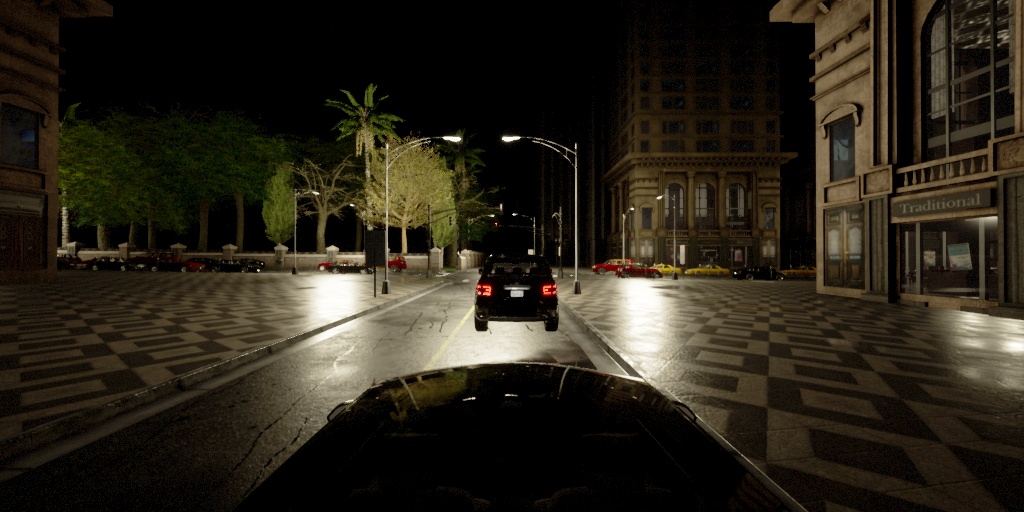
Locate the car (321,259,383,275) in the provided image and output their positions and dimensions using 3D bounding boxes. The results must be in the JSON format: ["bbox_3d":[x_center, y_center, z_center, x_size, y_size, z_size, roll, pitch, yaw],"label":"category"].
[{"bbox_3d":[-14.955,1.112,33.639,4.403,1.370,2.007,0,0,0],"label":"car"}]

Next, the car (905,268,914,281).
[{"bbox_3d":[34.042,1.802,33.446,4.313,1.339,1.948,0,0,0],"label":"car"}]

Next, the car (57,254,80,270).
[{"bbox_3d":[-42.574,0.723,33.747,4.207,1.307,1.802,0,0,0],"label":"car"}]

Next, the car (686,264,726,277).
[{"bbox_3d":[22.817,1.668,42.016,4.829,1.417,1.751,0,0,0],"label":"car"}]

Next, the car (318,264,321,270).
[{"bbox_3d":[-20.457,1.074,42.186,4.507,1.381,1.888,0,0,0],"label":"car"}]

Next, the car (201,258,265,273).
[{"bbox_3d":[-26.002,0.963,33.682,4.313,1.339,1.948,0,0,0],"label":"car"}]

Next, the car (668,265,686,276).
[{"bbox_3d":[17.276,1.595,42.038,4.829,1.417,1.751,0,0,0],"label":"car"}]

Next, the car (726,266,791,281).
[{"bbox_3d":[22.962,1.659,33.490,4.313,1.339,1.948,0,0,0],"label":"car"}]

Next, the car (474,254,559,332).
[{"bbox_3d":[0.111,0.973,11.037,2.150,2.045,5.566,0,0,0],"label":"car"}]

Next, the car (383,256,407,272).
[{"bbox_3d":[-14.933,0.926,42.164,5.009,1.841,2.192,0,0,0],"label":"car"}]

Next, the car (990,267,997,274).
[{"bbox_3d":[45.123,1.813,33.403,4.097,1.591,1.967,0,0,0],"label":"car"}]

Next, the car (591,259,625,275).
[{"bbox_3d":[11.906,1.309,42.059,5.009,1.841,2.192,0,0,0],"label":"car"}]

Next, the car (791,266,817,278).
[{"bbox_3d":[33.898,1.811,41.972,4.829,1.417,1.751,0,0,0],"label":"car"}]

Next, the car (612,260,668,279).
[{"bbox_3d":[11.882,1.384,33.533,4.097,1.591,1.967,0,0,0],"label":"car"}]

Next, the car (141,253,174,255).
[{"bbox_3d":[-42.552,0.506,42.273,5.009,1.841,2.192,0,0,0],"label":"car"}]

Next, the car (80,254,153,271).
[{"bbox_3d":[-37.051,0.779,33.725,4.403,1.370,2.007,0,0,0],"label":"car"}]

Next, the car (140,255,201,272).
[{"bbox_3d":[-31.527,0.858,33.704,4.507,1.381,1.888,0,0,0],"label":"car"}]

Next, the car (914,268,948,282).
[{"bbox_3d":[39.582,1.888,33.425,4.207,1.307,1.802,0,0,0],"label":"car"}]
